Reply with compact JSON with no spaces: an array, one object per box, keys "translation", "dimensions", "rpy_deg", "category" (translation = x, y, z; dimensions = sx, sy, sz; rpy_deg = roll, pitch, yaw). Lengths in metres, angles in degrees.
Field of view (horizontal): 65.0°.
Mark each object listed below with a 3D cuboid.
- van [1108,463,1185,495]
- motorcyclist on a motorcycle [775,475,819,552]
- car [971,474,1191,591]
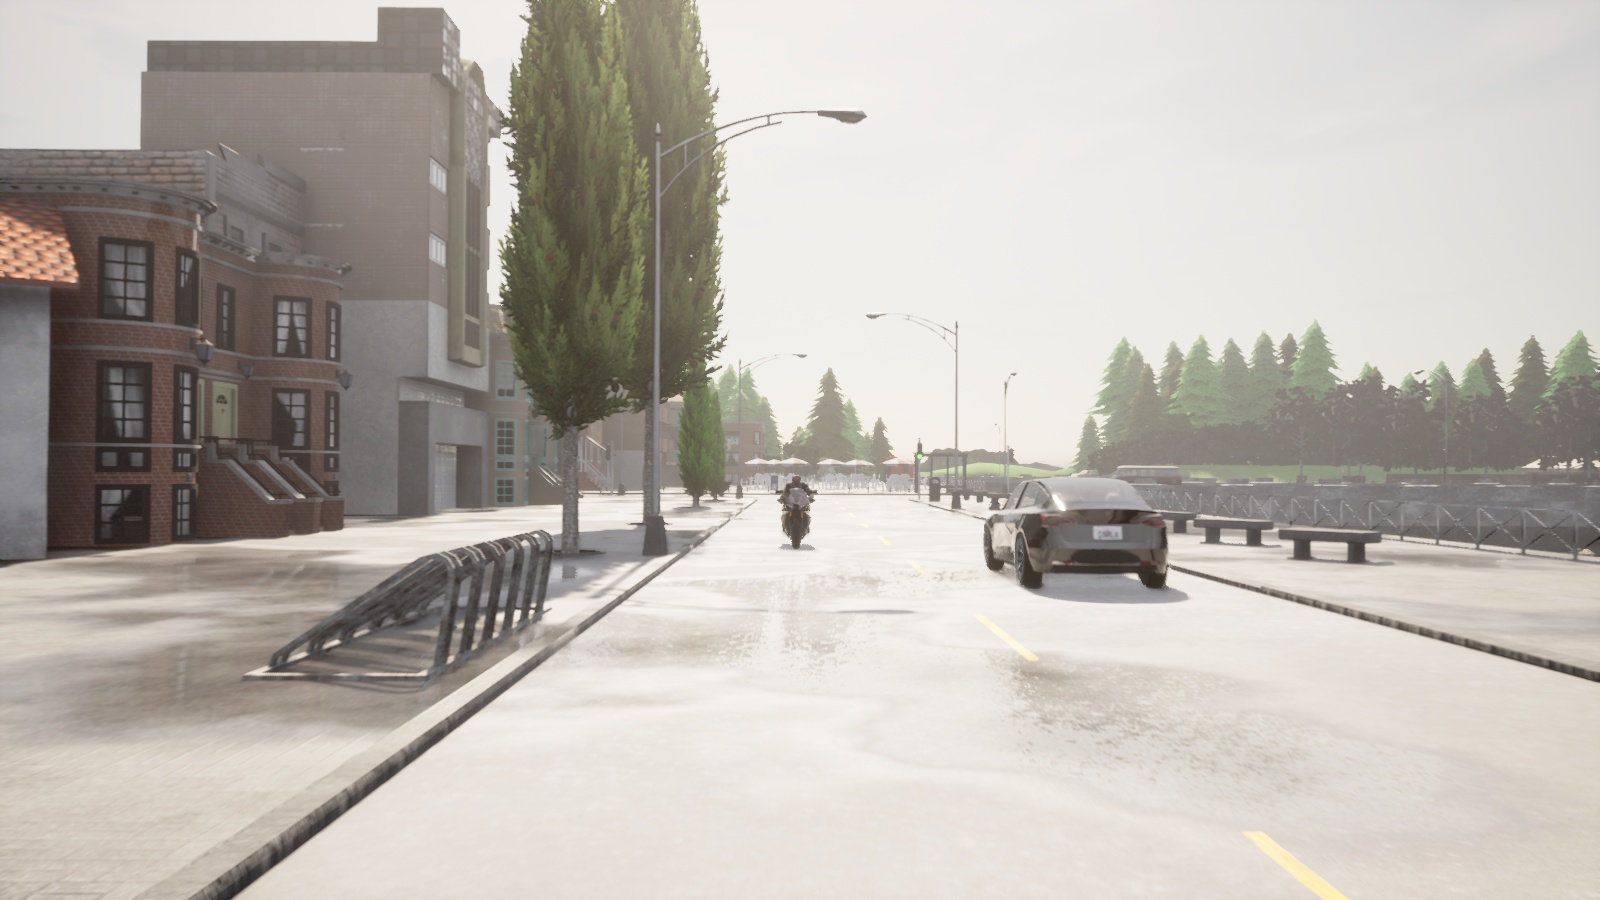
[{"translation":[22.021,1.817,79.907],"dimensions":[4.442,1.987,1.775],"rpy_deg":[0,-1,1],"category":"van"},{"translation":[-0.068,1.287,26.097],"dimensions":[0.866,1.530,2.191],"rpy_deg":[0,-1,0],"category":"motorcyclist on a motorcycle"},{"translation":[3.950,1.110,18.575],"dimensions":[2.163,1.488,4.792],"rpy_deg":[0,-1,0],"category":"car"}]
